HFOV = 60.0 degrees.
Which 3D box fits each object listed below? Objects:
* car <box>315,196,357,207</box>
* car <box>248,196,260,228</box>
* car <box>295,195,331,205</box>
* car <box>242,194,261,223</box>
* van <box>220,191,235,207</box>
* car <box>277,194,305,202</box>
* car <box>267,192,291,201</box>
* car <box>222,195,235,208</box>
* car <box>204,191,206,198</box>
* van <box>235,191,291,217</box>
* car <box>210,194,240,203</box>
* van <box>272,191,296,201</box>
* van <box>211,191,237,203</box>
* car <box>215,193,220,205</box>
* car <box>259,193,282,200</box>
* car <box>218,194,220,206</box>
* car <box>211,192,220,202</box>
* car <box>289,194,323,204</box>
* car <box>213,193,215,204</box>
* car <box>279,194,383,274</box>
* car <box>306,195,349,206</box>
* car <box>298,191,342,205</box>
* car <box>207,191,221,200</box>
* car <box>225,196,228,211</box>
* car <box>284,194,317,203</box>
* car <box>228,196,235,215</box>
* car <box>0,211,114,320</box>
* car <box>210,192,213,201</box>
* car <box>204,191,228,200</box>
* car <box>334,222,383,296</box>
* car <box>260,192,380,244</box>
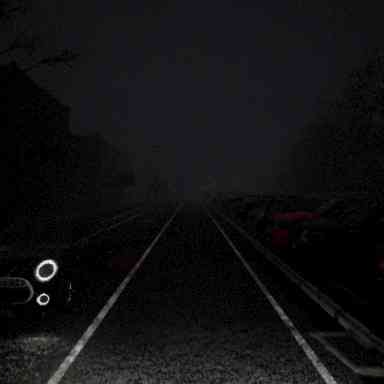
[{"bbox_3d":[18.714,1.227,43.440,4.674,1.452,2.002,0,0,0],"label":"car"},{"bbox_3d":[5.633,1.236,17.868,4.553,1.767,2.185,0,0,0],"label":"car"},{"bbox_3d":[18.737,1.176,51.671,4.792,1.488,2.163,0,0,0],"label":"car"},{"bbox_3d":[5.693,1.217,20.671,4.553,1.767,2.185,0,0,0],"label":"car"},{"bbox_3d":[5.530,1.019,34.686,4.442,1.987,1.878,0,0,0],"label":"van"},{"bbox_3d":[18.695,1.144,62.812,4.674,1.452,2.002,0,0,0],"label":"car"},{"bbox_3d":[18.664,0.951,71.164,4.553,1.767,2.185,0,0,0],"label":"car"},{"bbox_3d":[5.621,1.294,31.885,4.792,1.488,2.163,0,0,0],"label":"car"},{"bbox_3d":[5.643,0.825,71.125,5.566,2.045,2.435,0,0,0],"label":"car"},{"bbox_3d":[5.542,1.097,23.474,4.442,1.987,1.878,0,0,0],"label":"van"},{"bbox_3d":[5.617,1.125,57.111,5.008,1.535,2.097,0,0,0],"label":"car"},{"bbox_3d":[18.811,0.858,68.383,4.442,1.987,1.878,0,0,0],"label":"van"},{"bbox_3d":[5.736,0.889,59.914,4.442,1.987,1.878,0,0,0],"label":"van"},{"bbox_3d":[5.826,1.203,40.295,5.366,1.575,1.946,0,0,0],"label":"car"},{"bbox_3d":[18.704,1.069,79.520,5.008,1.535,2.097,0,0,0],"label":"car"},{"bbox_3d":[5.673,1.255,37.492,4.792,1.488,2.163,0,0,0],"label":"car"},{"bbox_3d":[5.602,1.188,48.702,4.792,1.488,2.163,0,0,0],"label":"car"},{"bbox_3d":[18.676,1.165,54.456,4.792,1.488,2.163,0,0,0],"label":"car"},{"bbox_3d":[5.632,1.188,43.094,5.008,1.535,2.097,0,0,0],"label":"car"},{"bbox_3d":[5.645,1.169,9.457,5.566,2.045,2.435,0,0,0],"label":"car"},{"bbox_3d":[18.709,1.173,46.101,5.008,1.535,2.097,0,0,0],"label":"car"},{"bbox_3d":[18.683,0.907,48.886,5.566,2.045,2.435,0,0,0],"label":"car"},{"bbox_3d":[5.654,0.884,54.306,5.566,2.045,2.435,0,0,0],"label":"car"},{"bbox_3d":[5.623,1.314,29.082,4.792,1.488,2.163,0,0,0],"label":"car"},{"bbox_3d":[18.696,1.125,57.240,5.008,1.535,2.097,0,0,0],"label":"car"},{"bbox_3d":[5.650,1.303,26.278,5.008,1.535,2.097,0,0,0],"label":"car"},{"bbox_3d":[-3.248,1.307,7.499,2.097,1.767,4.553,0,0,0],"label":"car"},{"bbox_3d":[5.624,1.147,51.500,4.892,1.521,2.231,0,0,0],"label":"car"},{"bbox_3d":[5.648,0.818,79.536,5.566,2.045,2.435,0,0,0],"label":"car"},{"bbox_3d":[5.674,1.480,6.656,4.674,1.452,2.002,0,0,0],"label":"car"},{"bbox_3d":[5.642,1.149,12.261,5.566,2.045,2.435,0,0,0],"label":"car"}]
